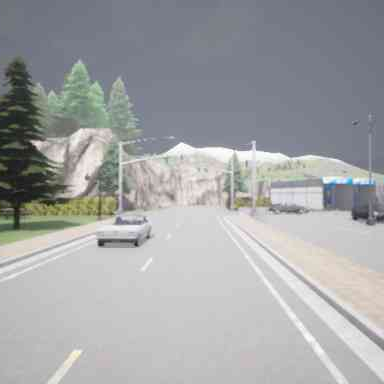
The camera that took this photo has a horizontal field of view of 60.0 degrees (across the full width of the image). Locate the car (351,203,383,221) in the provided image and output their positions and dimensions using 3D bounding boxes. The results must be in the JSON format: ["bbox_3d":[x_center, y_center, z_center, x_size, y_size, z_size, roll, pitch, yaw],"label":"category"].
[{"bbox_3d":[14.920,1.711,27.608,2.007,1.523,4.514,0,-1,2],"label":"car"}]

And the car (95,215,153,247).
[{"bbox_3d":[-3.159,1.801,16.258,1.895,1.301,4.718,0,-1,2],"label":"car"}]

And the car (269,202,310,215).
[{"bbox_3d":[11.921,2.024,40.793,4.902,1.511,2.128,0,-1,3],"label":"car"}]
